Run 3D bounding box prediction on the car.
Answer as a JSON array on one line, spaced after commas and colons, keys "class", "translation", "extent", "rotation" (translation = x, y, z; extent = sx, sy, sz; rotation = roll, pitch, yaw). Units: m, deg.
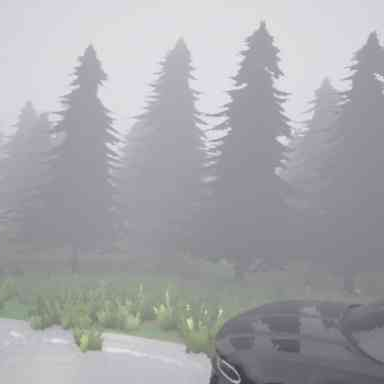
[{"class": "car", "translation": [2.596, 1.556, 2.731], "extent": [5.008, 1.535, 1.882], "rotation": [1, -1, 24]}]
